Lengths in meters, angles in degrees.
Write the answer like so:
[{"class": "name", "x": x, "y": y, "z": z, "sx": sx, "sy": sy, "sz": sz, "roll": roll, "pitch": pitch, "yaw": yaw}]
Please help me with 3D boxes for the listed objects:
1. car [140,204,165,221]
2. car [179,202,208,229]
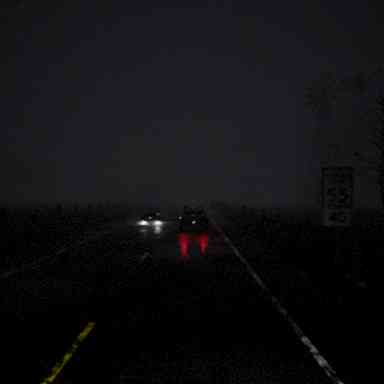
[{"class": "car", "x": -3.560, "y": 1.834, "z": 30.955, "sx": 2.033, "sy": 1.411, "sz": 5.357, "roll": 0, "pitch": -1, "yaw": 0}, {"class": "car", "x": 0.118, "y": 1.706, "z": 23.099, "sx": 2.128, "sy": 1.511, "sz": 4.902, "roll": 0, "pitch": -1, "yaw": 0}]
